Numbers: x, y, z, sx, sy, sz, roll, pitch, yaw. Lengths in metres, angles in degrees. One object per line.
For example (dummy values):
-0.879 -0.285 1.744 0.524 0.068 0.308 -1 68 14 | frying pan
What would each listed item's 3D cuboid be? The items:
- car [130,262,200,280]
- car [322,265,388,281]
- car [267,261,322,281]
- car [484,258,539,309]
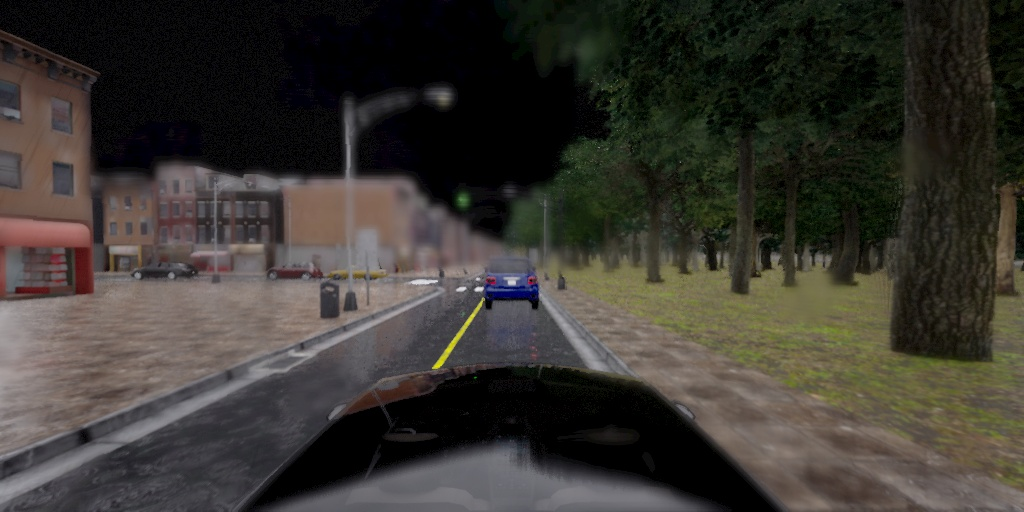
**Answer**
-29.790 1.243 30.872 4.892 1.490 1.837 0 1 0 | car
-13.276 1.369 30.874 4.829 1.417 1.751 0 0 0 | car
-18.647 1.249 30.841 4.097 1.591 1.967 0 0 0 | car
-0.003 1.096 15.876 2.150 2.045 5.566 0 0 0 | car
